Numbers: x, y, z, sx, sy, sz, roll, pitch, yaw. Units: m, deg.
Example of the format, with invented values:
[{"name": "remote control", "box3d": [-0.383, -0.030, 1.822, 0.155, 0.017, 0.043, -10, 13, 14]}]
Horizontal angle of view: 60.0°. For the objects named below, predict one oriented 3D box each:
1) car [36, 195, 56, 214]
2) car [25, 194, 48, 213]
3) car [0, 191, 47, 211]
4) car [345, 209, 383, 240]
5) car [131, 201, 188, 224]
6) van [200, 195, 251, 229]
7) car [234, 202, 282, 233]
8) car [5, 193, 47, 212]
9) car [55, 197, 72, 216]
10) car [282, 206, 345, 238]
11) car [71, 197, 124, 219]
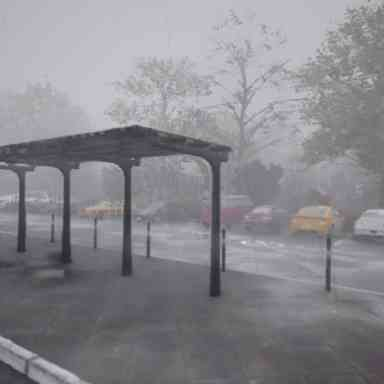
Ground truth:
[{"name": "car", "box3d": [-11.216, 1.261, 30.693, 2.231, 1.521, 4.892, 1, 0, 35]}, {"name": "car", "box3d": [-13.479, 1.233, 32.302, 2.097, 1.535, 5.008, 1, 0, 35]}, {"name": "car", "box3d": [-18.020, 0.927, 35.491, 2.435, 2.045, 5.566, 1, 0, 35]}, {"name": "car", "box3d": [9.131, 1.547, 16.206, 2.002, 1.452, 4.674, 1, 0, 35]}, {"name": "car", "box3d": [-2.191, 1.399, 24.229, 2.163, 1.488, 4.792, 1, 0, 35]}, {"name": "van", "box3d": [2.417, 1.198, 21.128, 1.878, 1.987, 4.442, 1, 0, 35]}, {"name": "car", "box3d": [4.606, 1.491, 19.424, 2.002, 1.452, 4.674, 1, 0, 35]}, {"name": "car", "box3d": [-15.741, 1.206, 33.911, 2.097, 1.535, 5.008, 1, 0, 35]}, {"name": "car", "box3d": [-8.943, 1.317, 29.103, 2.163, 1.488, 4.792, 1, 0, 35]}, {"name": "car", "box3d": [6.869, 1.479, 17.812, 2.097, 1.535, 5.008, 1, 0, 35]}, {"name": "car", "box3d": [-6.806, 1.312, 27.319, 1.946, 1.575, 5.366, 1, 0, 35]}]
